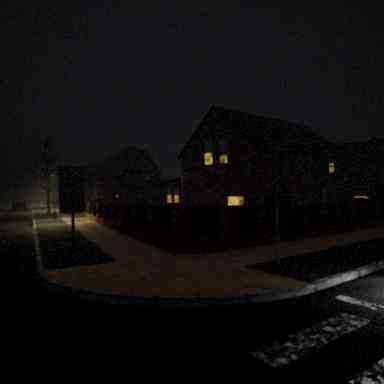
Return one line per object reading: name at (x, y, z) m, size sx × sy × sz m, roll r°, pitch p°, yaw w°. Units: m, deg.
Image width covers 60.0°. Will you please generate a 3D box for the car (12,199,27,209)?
car at (-27.063, 1.880, 52.228) m, size 1.882 × 1.535 × 5.008 m, roll -2°, pitch 0°, yaw -26°
